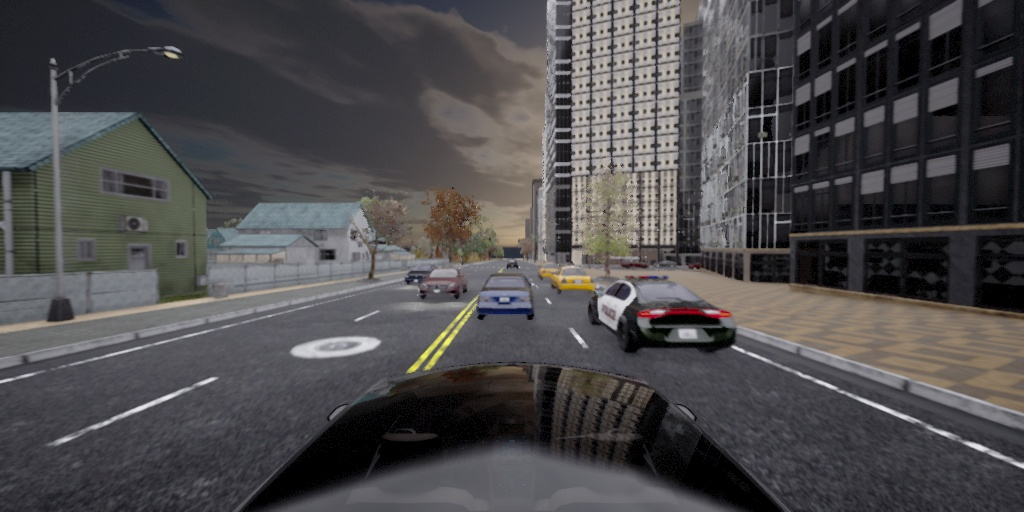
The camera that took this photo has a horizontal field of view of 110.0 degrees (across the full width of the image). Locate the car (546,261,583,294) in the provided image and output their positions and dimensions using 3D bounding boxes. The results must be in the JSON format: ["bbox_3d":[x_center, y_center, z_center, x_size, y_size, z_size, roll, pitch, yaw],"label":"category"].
[{"bbox_3d":[3.252,1.233,20.233,1.801,1.575,5.366,0,0,0],"label":"car"}]

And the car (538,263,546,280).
[{"bbox_3d":[3.253,1.252,31.238,1.801,1.575,5.366,0,0,0],"label":"car"}]

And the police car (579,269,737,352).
[{"bbox_3d":[3.251,1.265,9.040,2.038,1.542,4.974,0,0,0],"label":"police car"}]

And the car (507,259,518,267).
[{"bbox_3d":[0.072,1.339,59.141,1.882,1.535,5.008,0,-1,0],"label":"car"}]

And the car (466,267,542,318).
[{"bbox_3d":[-0.165,1.313,12.934,2.033,1.411,5.357,0,0,1],"label":"car"}]

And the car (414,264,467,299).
[{"bbox_3d":[-3.348,1.299,18.278,1.812,1.442,4.674,0,0,0],"label":"car"}]

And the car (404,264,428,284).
[{"bbox_3d":[-6.597,1.336,27.306,2.033,1.411,5.357,0,0,0],"label":"car"}]
